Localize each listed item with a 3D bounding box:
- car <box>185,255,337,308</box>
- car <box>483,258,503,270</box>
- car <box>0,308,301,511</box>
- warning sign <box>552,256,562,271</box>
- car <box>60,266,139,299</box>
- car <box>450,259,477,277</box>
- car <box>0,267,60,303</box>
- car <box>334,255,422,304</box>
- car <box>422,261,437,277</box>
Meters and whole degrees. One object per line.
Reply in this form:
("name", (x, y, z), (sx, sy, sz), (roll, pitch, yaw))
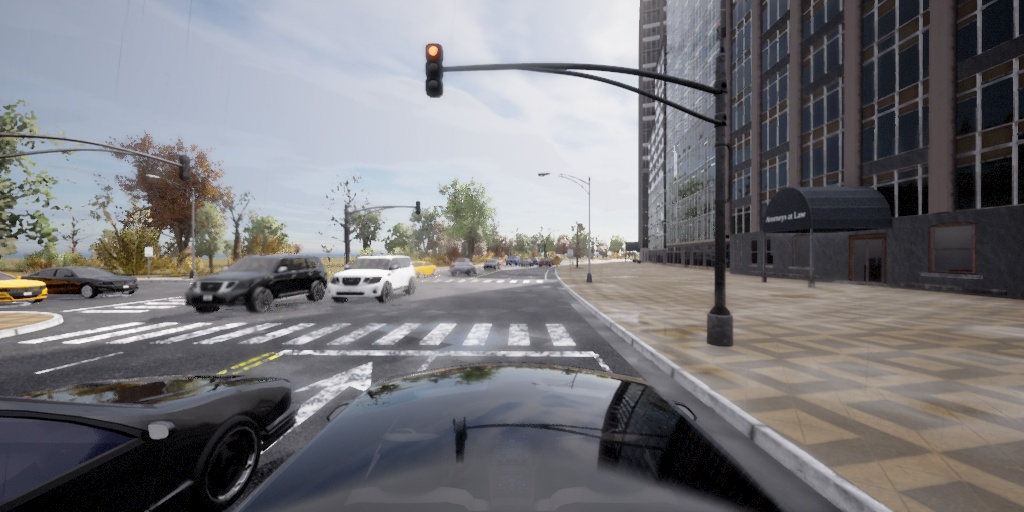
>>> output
("car", (-9.556, 0.968, 14.144), (2.150, 2.045, 5.566), (0, 0, 2))
("car", (-2.873, 1.249, 52.090), (1.837, 1.490, 4.892), (0, 1, 8))
("car", (-3.128, 1.298, 1.222), (2.033, 1.411, 5.357), (0, 0, 1))
("warning sign", (5.525, 0.865, 43.921), (1.300, 1.860, 1.060), (0, 0, 7))
("car", (-21.831, 1.273, 18.126), (5.008, 1.535, 1.882), (0, 0, 4))
("car", (-4.799, 1.270, 35.990), (1.812, 1.442, 4.674), (0, 0, 6))
("car", (-22.473, 1.287, 14.906), (5.008, 1.535, 1.882), (0, 0, 3))
("car", (-6.193, 0.968, 16.683), (2.150, 2.045, 5.566), (0, 0, 2))
("car", (-8.558, 1.221, 33.034), (1.882, 1.535, 5.008), (0, 0, 10))
